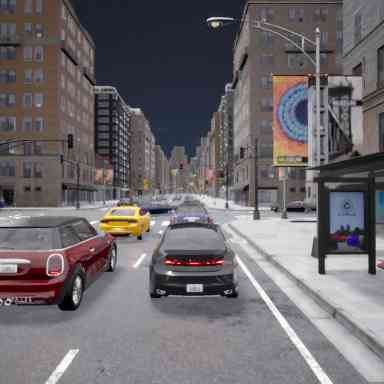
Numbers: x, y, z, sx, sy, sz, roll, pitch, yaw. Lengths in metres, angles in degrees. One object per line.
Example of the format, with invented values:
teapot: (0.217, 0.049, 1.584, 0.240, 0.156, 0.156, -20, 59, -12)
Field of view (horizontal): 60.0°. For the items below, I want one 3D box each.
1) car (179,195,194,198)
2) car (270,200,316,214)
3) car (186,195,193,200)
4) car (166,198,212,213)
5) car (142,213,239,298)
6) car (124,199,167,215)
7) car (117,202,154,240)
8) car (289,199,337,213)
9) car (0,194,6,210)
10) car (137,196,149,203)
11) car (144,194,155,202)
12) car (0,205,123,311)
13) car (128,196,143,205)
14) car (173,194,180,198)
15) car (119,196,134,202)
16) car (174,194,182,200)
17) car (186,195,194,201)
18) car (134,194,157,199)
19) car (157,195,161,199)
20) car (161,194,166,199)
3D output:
car: (-0.142, 1.512, 46.259, 2.128, 1.511, 4.902, -1, 0, -8)
car: (10.857, 1.683, 35.760, 4.718, 1.301, 1.895, 0, -1, -1)
car: (-0.620, 1.438, 92.024, 1.895, 1.301, 4.718, 0, 0, 0)
car: (-0.033, 1.360, 17.433, 2.097, 1.767, 4.553, 0, 0, 0)
car: (0.024, 1.508, 8.497, 1.837, 1.490, 4.892, 0, 0, -1)
car: (-3.587, 1.585, 30.822, 1.895, 1.301, 4.718, -1, -1, 43)
car: (-3.279, 1.485, 17.055, 1.882, 1.535, 5.008, 0, 0, -1)
car: (14.155, 1.627, 39.048, 4.902, 1.511, 2.128, 0, -1, -1)
car: (-24.718, 1.227, 38.668, 5.566, 2.045, 2.150, 0, -1, 0)
car: (-10.227, 1.617, 70.230, 1.895, 1.301, 4.718, 0, 0, 0)
car: (-10.295, 1.375, 80.544, 2.097, 1.767, 4.553, 0, 0, 0)
car: (-3.220, 1.355, 7.927, 2.097, 1.767, 4.553, 0, 0, -1)
car: (-10.230, 1.526, 60.182, 1.837, 1.490, 4.892, 0, 0, 0)
car: (-3.804, 1.607, 82.001, 1.895, 1.301, 4.718, 0, 0, 0)
car: (-10.197, 1.585, 51.362, 1.994, 1.385, 4.181, 0, 0, 0)
car: (-3.870, 1.368, 91.973, 2.128, 1.511, 4.902, 0, 0, 0)
car: (-0.551, 1.489, 81.575, 1.882, 1.535, 5.008, 0, 0, 0)
car: (-6.940, 1.373, 50.335, 2.097, 1.767, 4.553, 0, 0, 0)
car: (-6.986, 1.547, 58.911, 1.812, 1.442, 4.674, 0, 0, 0)
car: (-6.968, 1.586, 68.919, 1.994, 1.385, 4.181, 0, 0, 0)
